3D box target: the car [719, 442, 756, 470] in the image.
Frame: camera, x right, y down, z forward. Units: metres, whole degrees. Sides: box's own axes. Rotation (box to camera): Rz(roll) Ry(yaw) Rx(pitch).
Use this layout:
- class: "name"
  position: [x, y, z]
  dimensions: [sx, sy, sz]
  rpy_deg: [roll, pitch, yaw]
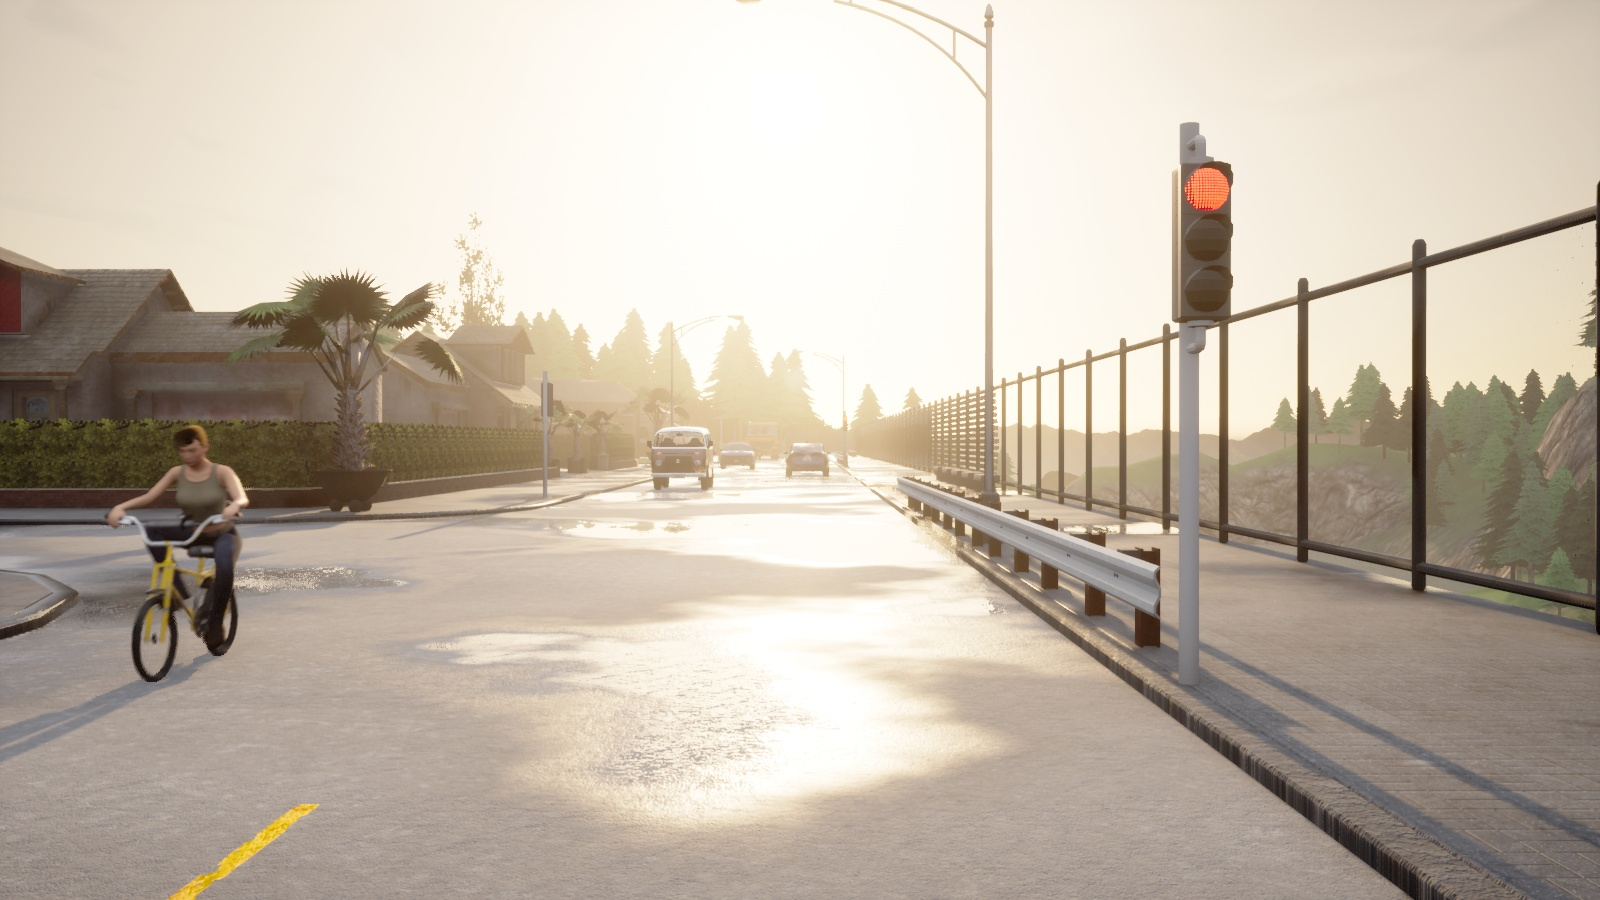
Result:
- class: "car"
  position: [-3.527, 0.318, 71.470]
  dimensions: [1.882, 1.535, 5.008]
  rpy_deg: [0, 0, -1]

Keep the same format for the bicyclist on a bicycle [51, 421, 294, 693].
- class: "bicyclist on a bicycle"
  position: [-4.048, 0.633, 8.250]
  dimensions: [0.866, 1.612, 1.509]
  rpy_deg: [0, 0, -2]

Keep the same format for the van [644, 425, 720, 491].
- class: "van"
  position: [-3.779, 0.236, 40.949]
  dimensions: [2.069, 2.038, 4.480]
  rpy_deg: [0, 0, 0]

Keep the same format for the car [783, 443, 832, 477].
- class: "car"
  position: [0.337, 0.424, 57.103]
  dimensions: [2.163, 1.488, 4.792]
  rpy_deg: [0, 0, 0]
